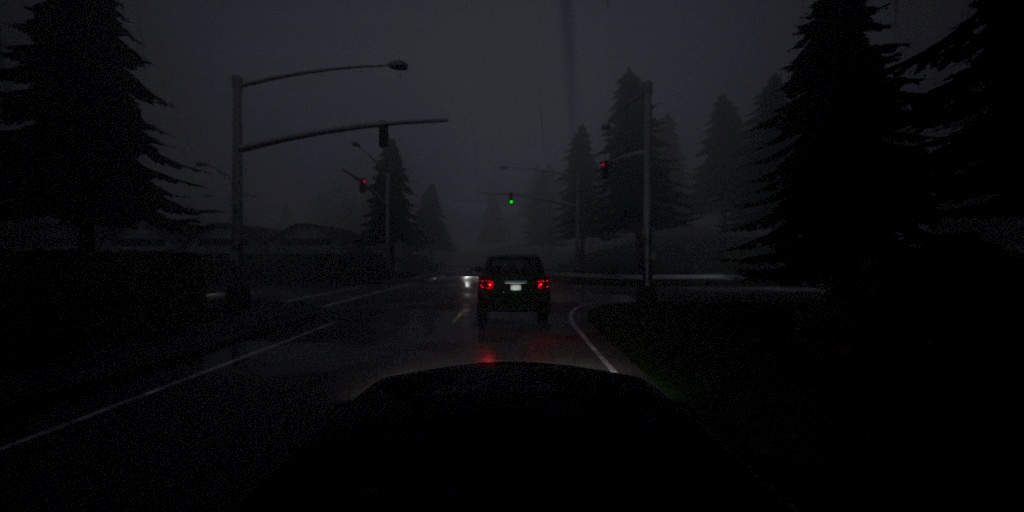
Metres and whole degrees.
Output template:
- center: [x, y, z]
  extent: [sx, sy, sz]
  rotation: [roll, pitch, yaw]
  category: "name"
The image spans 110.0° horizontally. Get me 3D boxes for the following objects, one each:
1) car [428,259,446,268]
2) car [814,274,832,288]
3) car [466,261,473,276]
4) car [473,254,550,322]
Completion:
- center: [-12.324, 1.174, 54.379]
  extent: [4.674, 1.442, 1.812]
  rotation: [0, 0, 9]
  category: "car"
- center: [20.772, 1.324, 21.517]
  extent: [4.718, 1.301, 1.895]
  rotation: [0, 0, 0]
  category: "car"
- center: [-3.583, 1.203, 36.376]
  extent: [1.812, 1.442, 4.674]
  rotation: [0, 1, -1]
  category: "car"
- center: [-0.104, 0.949, 12.420]
  extent: [2.150, 2.045, 5.566]
  rotation: [0, 0, -4]
  category: "car"
